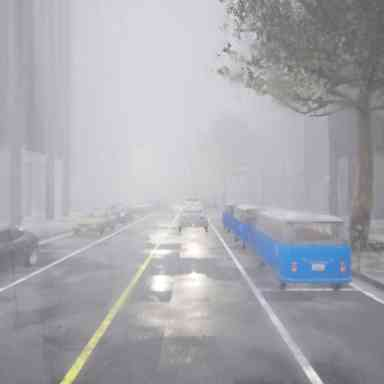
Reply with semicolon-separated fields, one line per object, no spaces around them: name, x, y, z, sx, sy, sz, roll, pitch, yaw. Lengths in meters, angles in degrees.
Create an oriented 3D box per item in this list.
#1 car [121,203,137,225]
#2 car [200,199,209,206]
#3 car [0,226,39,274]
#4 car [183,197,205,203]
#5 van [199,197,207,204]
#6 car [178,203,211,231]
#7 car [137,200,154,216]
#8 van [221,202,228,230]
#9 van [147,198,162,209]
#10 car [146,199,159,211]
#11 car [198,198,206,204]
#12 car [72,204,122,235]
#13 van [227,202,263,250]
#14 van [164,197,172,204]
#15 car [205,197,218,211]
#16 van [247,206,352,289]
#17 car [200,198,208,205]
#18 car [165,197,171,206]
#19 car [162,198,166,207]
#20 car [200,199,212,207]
car;-5.788;1.666;25.939;1.967;1.590;4.097;0;0;0
car;2.692;2.157;71.068;1.752;1.417;4.829;0;-1;0
car;-5.771;1.645;9.082;1.947;1.339;4.313;0;0;0
car;0.062;1.575;40.592;2.150;2.045;5.566;0;-1;0
van;2.681;2.076;82.136;1.690;1.788;3.998;0;-1;0
car;0.078;1.715;21.928;1.812;1.442;4.674;0;0;0
car;-5.799;1.876;37.175;2.008;1.369;4.403;0;-1;0
van;2.743;1.516;20.336;1.690;1.788;3.998;0;0;0
van;-5.810;1.767;48.415;1.690;1.788;3.998;0;-1;0
car;-5.804;1.926;42.794;2.008;1.369;4.403;0;-1;0
car;2.676;2.339;87.752;2.008;1.369;4.403;0;-1;0
car;-5.782;1.701;20.150;1.752;1.417;4.829;0;0;0
van;2.748;1.467;14.718;1.690;1.788;3.998;0;0;0
van;-5.844;2.078;82.126;1.690;1.788;3.998;0;-1;0
car;2.715;1.740;48.428;2.192;1.841;5.009;0;-1;0
van;2.754;1.419;9.100;1.690;1.788;3.998;0;0;0
car;2.687;2.209;76.687;1.752;1.417;4.829;0;-1;0
car;-5.827;2.020;65.269;1.967;1.590;4.097;0;-1;0
car;-5.816;2.022;54.031;1.887;1.381;4.507;0;-1;0
car;2.698;2.129;65.280;2.008;1.369;4.403;0;-1;0
